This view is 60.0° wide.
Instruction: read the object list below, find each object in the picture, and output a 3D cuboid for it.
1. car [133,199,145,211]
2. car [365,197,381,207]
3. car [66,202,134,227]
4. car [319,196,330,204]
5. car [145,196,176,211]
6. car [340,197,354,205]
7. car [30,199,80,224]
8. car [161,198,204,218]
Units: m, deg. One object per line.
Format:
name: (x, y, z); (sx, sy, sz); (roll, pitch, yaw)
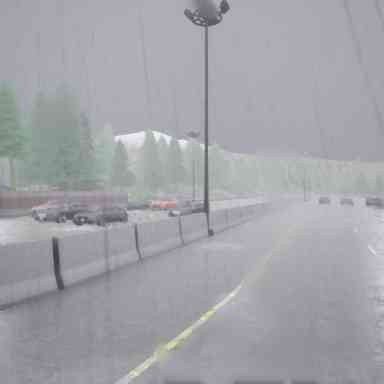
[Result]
car: (-6.275, 1.563, 41.202); (1.994, 1.385, 4.181); (0, 0, 22)
car: (28.358, 1.488, 52.184); (2.128, 1.511, 4.902); (0, 0, 22)
car: (-6.129, 1.564, 22.728); (1.994, 1.385, 4.181); (0, 0, 22)
car: (25.110, 1.488, 62.943); (2.128, 1.511, 4.902); (0, 0, 22)
car: (-3.176, 1.353, 39.522); (2.097, 1.767, 4.553); (0, 0, 22)
car: (26.926, 1.525, 58.056); (1.812, 1.442, 4.674); (0, 0, 22)
car: (-9.176, 1.492, 24.527); (2.128, 1.511, 4.902); (0, 0, 22)
car: (-0.297, 1.492, 27.779); (2.128, 1.511, 4.902); (0, 0, 22)
